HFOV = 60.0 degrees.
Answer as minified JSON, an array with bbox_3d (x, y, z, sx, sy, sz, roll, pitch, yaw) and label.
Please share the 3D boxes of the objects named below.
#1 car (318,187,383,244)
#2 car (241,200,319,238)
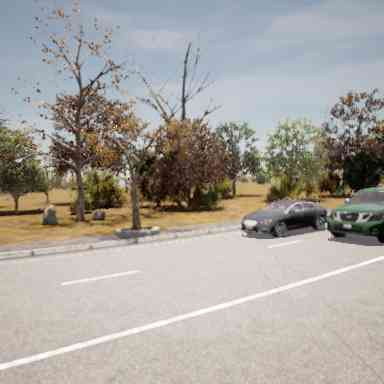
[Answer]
[{"bbox_3d":[8.025,0.818,13.964,5.566,2.045,2.150,-3,2,-35],"label":"car"},{"bbox_3d":[4.454,1.162,15.724,4.902,1.511,2.128,-3,2,-35],"label":"car"}]
